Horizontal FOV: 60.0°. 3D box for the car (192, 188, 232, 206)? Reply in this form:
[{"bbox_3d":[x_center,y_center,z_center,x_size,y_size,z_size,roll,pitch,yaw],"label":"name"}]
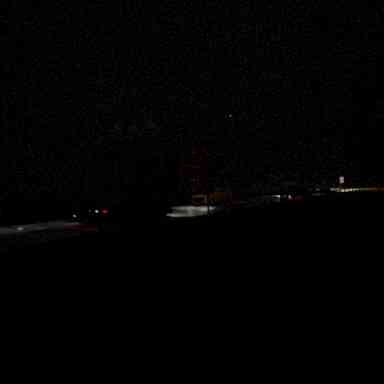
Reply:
[{"bbox_3d":[1.965,0.390,31.487,1.882,1.535,5.008,0,3,36],"label":"car"}]

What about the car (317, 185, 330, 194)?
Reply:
[{"bbox_3d":[20.367,-0.493,52.471,1.994,1.385,4.181,0,2,35],"label":"car"}]

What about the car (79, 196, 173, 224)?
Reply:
[{"bbox_3d":[-3.403,0.951,19.016,2.033,1.411,5.357,0,2,35],"label":"car"}]

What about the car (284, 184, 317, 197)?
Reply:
[{"bbox_3d":[14.436,-0.217,44.036,2.128,1.511,4.902,0,2,36],"label":"car"}]

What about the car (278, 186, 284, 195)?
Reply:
[{"bbox_3d":[14.111,-0.319,48.433,1.837,1.490,4.892,0,2,36],"label":"car"}]

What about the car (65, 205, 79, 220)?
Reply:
[{"bbox_3d":[-5.509,0.989,20.973,1.895,1.301,4.718,0,2,35],"label":"car"}]
